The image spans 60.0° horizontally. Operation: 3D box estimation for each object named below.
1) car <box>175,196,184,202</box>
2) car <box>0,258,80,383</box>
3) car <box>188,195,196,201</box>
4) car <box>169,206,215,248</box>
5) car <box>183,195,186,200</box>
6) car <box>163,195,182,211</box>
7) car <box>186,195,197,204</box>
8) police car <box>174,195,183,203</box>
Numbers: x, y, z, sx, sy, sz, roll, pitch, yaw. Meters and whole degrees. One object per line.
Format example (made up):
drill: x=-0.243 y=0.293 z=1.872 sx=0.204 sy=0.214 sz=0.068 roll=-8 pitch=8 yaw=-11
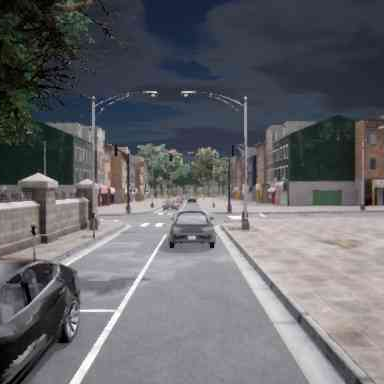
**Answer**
car: x=-3.020 y=1.641 z=81.666 sx=1.837 sy=1.490 sz=4.892 roll=0 pitch=0 yaw=0
car: x=-2.644 y=1.564 z=3.727 sx=1.947 sy=1.339 sz=4.313 roll=-1 pitch=0 yaw=0
car: x=0.000 y=1.512 z=82.634 sx=2.033 sy=1.411 sz=5.357 roll=0 pitch=0 yaw=0
car: x=0.000 y=1.537 z=14.651 sx=1.812 sy=1.442 sz=4.674 roll=0 pitch=0 yaw=0
car: x=-2.646 y=1.634 z=63.786 sx=1.887 sy=1.381 sz=4.507 roll=-1 pitch=0 yaw=0
car: x=-2.647 y=1.481 z=42.048 sx=1.967 sy=1.590 sz=4.097 roll=-1 pitch=0 yaw=0
car: x=0.000 y=1.583 z=66.801 sx=1.882 sy=1.535 sz=5.008 roll=0 pitch=0 yaw=0
police car: x=-3.008 y=1.543 z=74.776 sx=1.930 sy=1.638 sz=5.238 roll=0 pitch=0 yaw=0
